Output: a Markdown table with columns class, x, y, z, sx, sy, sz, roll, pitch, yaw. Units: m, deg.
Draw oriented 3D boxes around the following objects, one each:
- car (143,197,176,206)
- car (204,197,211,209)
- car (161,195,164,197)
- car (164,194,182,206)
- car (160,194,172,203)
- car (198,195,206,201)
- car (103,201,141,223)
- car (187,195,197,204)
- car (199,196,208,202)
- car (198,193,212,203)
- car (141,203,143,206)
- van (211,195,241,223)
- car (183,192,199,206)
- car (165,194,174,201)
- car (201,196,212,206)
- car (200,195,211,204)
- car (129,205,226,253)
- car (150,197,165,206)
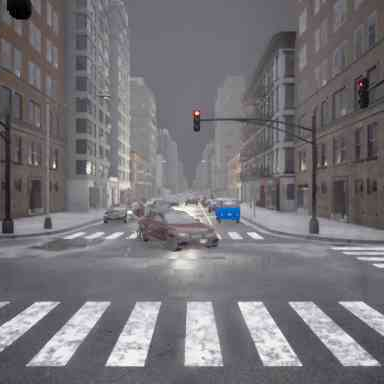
| class | x | y | z | sx | sy | sz | roll | pitch | yaw |
| --- | --- | --- | --- | --- | --- | --- | --- | --- | --- |
| car | -2.874 | 1.488 | 30.795 | 2.128 | 1.511 | 4.902 | 0 | 0 | 0 |
| car | 2.606 | 1.578 | 36.378 | 1.802 | 1.307 | 4.206 | 0 | 0 | 0 |
| car | -5.428 | 1.516 | 47.558 | 1.752 | 1.417 | 4.829 | 0 | 0 | 0 |
| car | -2.871 | 1.467 | 49.088 | 1.882 | 1.535 | 5.008 | 0 | 0 | 0 |
| car | -5.447 | 1.288 | 70.455 | 2.192 | 1.841 | 5.009 | 0 | 0 | 0 |
| car | 2.564 | 1.525 | 87.510 | 1.947 | 1.339 | 4.313 | 0 | 0 | 0 |
| car | -5.410 | 1.548 | 25.000 | 2.008 | 1.369 | 4.403 | 0 | 0 | 0 |
| car | -0.055 | 1.455 | 65.145 | 1.882 | 1.535 | 5.008 | 0 | 0 | 0 |
| car | 2.574 | 1.519 | 76.147 | 2.008 | 1.369 | 4.403 | 0 | 0 | 0 |
| car | 2.593 | 1.302 | 53.422 | 2.192 | 1.841 | 5.009 | 0 | 0 | 0 |
| car | -5.414 | 1.541 | 30.682 | 1.887 | 1.381 | 4.507 | 0 | 0 | 0 |
| van | 2.615 | 1.338 | 25.016 | 1.690 | 1.788 | 3.998 | 0 | 0 | 0 |
| car | -0.047 | 1.337 | 55.113 | 2.097 | 1.767 | 4.553 | 0 | 0 | 0 |
| car | -5.456 | 1.404 | 81.819 | 1.967 | 1.590 | 4.097 | 0 | 0 | 0 |
| car | 2.597 | 1.573 | 47.741 | 1.802 | 1.307 | 4.206 | 0 | 0 | 0 |
| car | 2.583 | 1.418 | 64.785 | 1.967 | 1.590 | 4.097 | 0 | 0 | 0 |
| car | -0.813 | 1.527 | 14.088 | 1.812 | 1.442 | 4.674 | -1 | 0 | -32 |
| car | -5.433 | 1.552 | 53.410 | 1.947 | 1.339 | 4.313 | 0 | 0 | 0 |
